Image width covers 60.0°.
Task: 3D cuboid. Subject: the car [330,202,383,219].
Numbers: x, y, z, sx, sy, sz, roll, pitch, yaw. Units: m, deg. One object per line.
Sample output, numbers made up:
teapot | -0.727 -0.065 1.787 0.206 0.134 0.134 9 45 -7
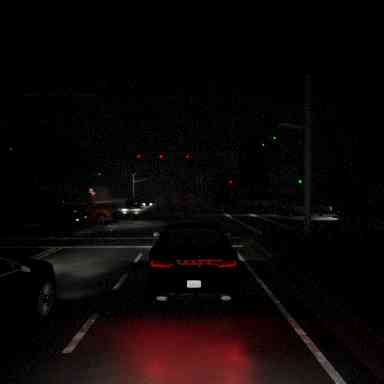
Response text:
car | 14.762 1.564 28.946 4.181 1.385 1.994 0 0 -2

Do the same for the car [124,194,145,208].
car | -8.307 1.477 47.102 1.882 1.535 5.008 0 0 -1

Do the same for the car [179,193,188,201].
car | -2.182 1.225 84.962 2.150 2.045 5.566 0 0 -1

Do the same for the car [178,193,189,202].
car | -1.900 1.225 74.229 2.150 2.045 5.566 0 0 -1

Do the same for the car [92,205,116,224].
car | -8.073 1.477 24.145 5.008 1.535 1.882 0 0 -4

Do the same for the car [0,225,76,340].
car | -3.468 1.492 4.374 2.128 1.511 4.902 0 0 0

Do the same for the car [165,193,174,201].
car | -5.688 1.269 85.134 2.097 1.767 4.553 0 0 -1

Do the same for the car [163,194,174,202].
car | -5.415 1.533 74.529 2.033 1.411 5.357 0 0 -1

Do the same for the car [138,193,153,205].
car | -8.545 1.221 57.087 2.150 2.045 5.566 0 0 -1

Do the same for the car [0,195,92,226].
car | -9.412 1.223 20.543 5.566 2.045 2.150 0 0 -4

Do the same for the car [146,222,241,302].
car | 0.001 1.478 8.365 1.882 1.535 5.008 0 0 -1

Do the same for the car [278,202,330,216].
car | 10.866 1.601 32.336 4.718 1.301 1.895 0 0 -2
